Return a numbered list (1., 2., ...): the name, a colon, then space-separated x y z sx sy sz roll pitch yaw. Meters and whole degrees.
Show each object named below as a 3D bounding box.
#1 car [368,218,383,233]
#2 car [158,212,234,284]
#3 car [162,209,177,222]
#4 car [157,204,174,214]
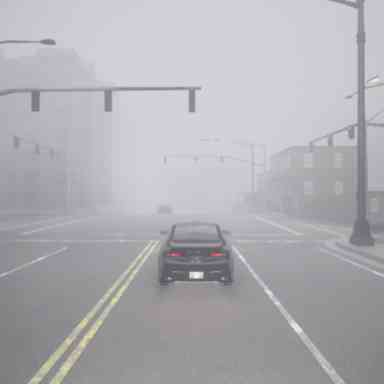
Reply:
1. car: 16.586 2.898 27.801 5.357 1.411 2.033 8 0 1
2. car: 0.097 1.571 9.730 1.837 1.490 4.892 0 0 0
3. car: -3.609 3.879 54.565 2.128 1.511 4.902 0 -12 0
4. car: -3.614 2.362 45.167 1.837 1.490 4.892 0 -5 0
